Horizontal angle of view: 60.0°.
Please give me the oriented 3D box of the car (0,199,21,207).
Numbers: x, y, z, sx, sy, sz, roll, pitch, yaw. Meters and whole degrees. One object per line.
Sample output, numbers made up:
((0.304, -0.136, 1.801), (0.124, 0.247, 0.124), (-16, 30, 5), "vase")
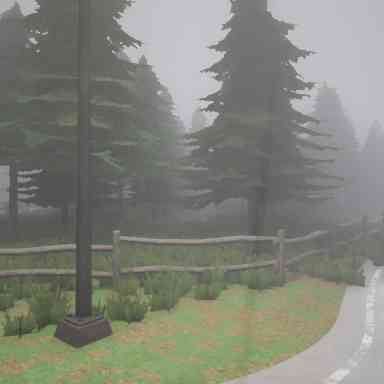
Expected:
((-19.308, 1.453, 35.323), (2.128, 1.511, 4.902), (0, 0, 3), "car")
